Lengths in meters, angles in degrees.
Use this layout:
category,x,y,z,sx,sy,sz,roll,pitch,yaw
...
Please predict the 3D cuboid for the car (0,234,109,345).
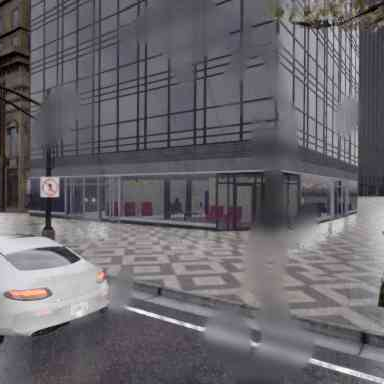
category,x,y,z,sx,sy,sz,roll,pitch,yaw
car,-3.522,1.524,6.190,4.674,1.442,1.812,0,0,35
